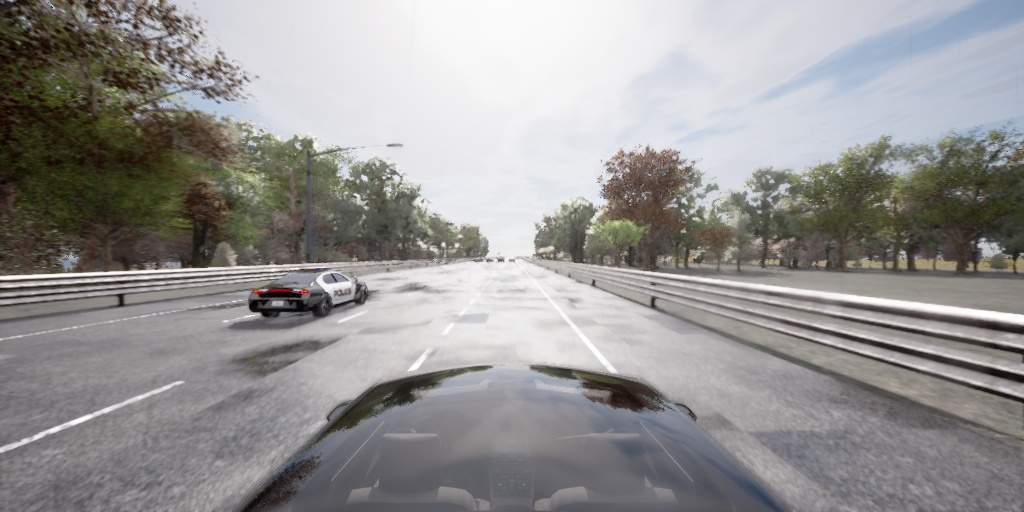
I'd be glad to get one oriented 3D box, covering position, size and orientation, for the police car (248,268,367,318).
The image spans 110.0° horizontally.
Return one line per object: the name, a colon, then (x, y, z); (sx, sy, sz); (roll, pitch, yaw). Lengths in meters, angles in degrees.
police car: (-7.000, 1.228, 13.140); (2.038, 1.542, 4.974); (0, 0, 0)
